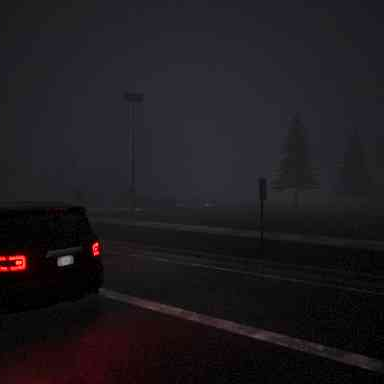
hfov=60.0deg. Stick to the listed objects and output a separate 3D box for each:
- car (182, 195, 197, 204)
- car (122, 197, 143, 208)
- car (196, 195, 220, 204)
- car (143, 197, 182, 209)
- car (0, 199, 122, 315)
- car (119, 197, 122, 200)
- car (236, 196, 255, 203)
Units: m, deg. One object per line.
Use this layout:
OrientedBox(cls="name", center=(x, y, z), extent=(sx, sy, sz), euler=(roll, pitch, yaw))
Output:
OrientedBox(cls="car", center=(-0.249, 1.341, 63.022), extent=(2.097, 1.767, 4.553), euler=(0, 0, 35))
OrientedBox(cls="car", center=(-7.064, 1.495, 47.203), extent=(1.837, 1.490, 4.892), euler=(0, 0, 35))
OrientedBox(cls="car", center=(3.426, 1.497, 62.173), extent=(1.837, 1.490, 4.892), euler=(0, 0, 35))
OrientedBox(cls="car", center=(-3.982, 1.469, 45.504), extent=(1.882, 1.535, 5.008), euler=(0, 0, 35))
OrientedBox(cls="car", center=(-4.268, 1.219, 6.995), extent=(5.566, 2.045, 2.150), euler=(0, 0, 35))
OrientedBox(cls="car", center=(-9.889, 1.481, 49.268), extent=(2.128, 1.511, 4.902), euler=(0, 0, 35))
OrientedBox(cls="car", center=(10.746, 1.539, 66.465), extent=(2.033, 1.411, 5.357), euler=(0, 0, 35))
